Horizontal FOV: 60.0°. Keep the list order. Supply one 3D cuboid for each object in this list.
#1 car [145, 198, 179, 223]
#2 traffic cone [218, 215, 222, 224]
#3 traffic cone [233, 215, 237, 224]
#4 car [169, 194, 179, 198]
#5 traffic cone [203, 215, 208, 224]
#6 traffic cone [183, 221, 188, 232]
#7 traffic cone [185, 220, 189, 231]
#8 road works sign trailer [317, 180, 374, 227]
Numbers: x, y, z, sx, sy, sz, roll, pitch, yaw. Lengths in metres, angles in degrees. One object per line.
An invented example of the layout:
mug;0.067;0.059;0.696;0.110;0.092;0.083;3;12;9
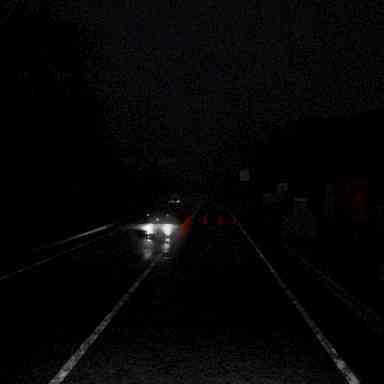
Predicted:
car;-2.077;1.421;24.431;2.033;1.411;5.357;0;0;4
traffic cone;1.892;1.859;22.205;0.340;0.580;0.340;0;0;4
traffic cone;2.865;1.863;22.271;0.340;0.580;0.340;0;0;10
car;-4.152;1.178;76.371;1.882;1.535;5.008;-1;0;-12
traffic cone;0.902;1.854;22.272;0.340;0.580;0.340;0;0;4
traffic cone;-0.494;1.878;16.359;0.340;0.580;0.340;0;0;4
traffic cone;-0.361;1.868;18.355;0.340;0.580;0.340;0;0;4
road works sign trailer;7.920;0.515;18.580;3.560;2.380;2.880;-5;7;-42
